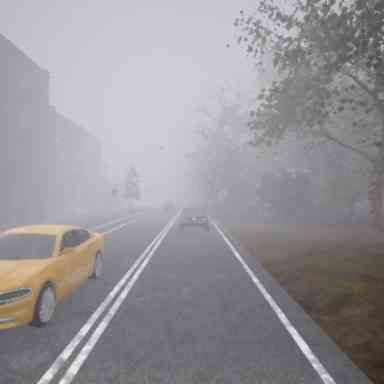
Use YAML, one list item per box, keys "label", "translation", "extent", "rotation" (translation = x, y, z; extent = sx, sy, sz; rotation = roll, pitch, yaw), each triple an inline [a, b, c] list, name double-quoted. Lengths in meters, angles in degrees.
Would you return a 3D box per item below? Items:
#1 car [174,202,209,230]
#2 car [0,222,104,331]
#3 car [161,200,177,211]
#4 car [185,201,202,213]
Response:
- label: "car"
  translation: [0.117, 1.620, 21.495]
  extent: [2.033, 1.411, 5.357]
  rotation: [0, 0, 0]
- label: "car"
  translation: [-3.348, 1.482, 7.207]
  extent: [1.882, 1.535, 5.008]
  rotation: [0, 0, 0]
- label: "car"
  translation: [-3.231, 1.930, 47.274]
  extent: [1.837, 1.490, 4.892]
  rotation: [0, -1, 1]
- label: "car"
  translation: [0.181, 1.909, 42.789]
  extent: [1.994, 1.385, 4.181]
  rotation: [0, -1, 0]
